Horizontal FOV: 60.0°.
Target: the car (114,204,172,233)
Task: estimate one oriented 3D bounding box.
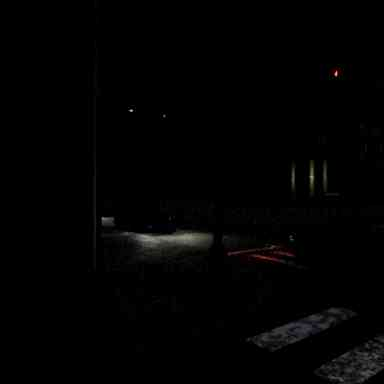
[{"bbox_3d":[-3.106,1.482,20.283,1.882,1.535,5.008,0,0,-36],"label":"car"}]

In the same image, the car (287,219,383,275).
[{"bbox_3d":[4.841,1.525,9.260,1.812,1.442,4.674,0,0,-36],"label":"car"}]
